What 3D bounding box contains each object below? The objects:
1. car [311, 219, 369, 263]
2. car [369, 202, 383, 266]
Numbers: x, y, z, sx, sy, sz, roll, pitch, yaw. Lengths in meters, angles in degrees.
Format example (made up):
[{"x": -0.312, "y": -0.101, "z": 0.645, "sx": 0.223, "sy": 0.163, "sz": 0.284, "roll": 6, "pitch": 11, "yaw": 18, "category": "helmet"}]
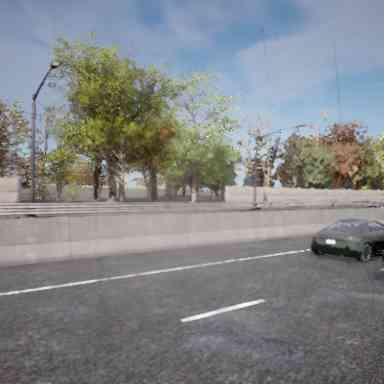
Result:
[{"x": 6.464, "y": 1.722, "z": 12.712, "sx": 4.181, "sy": 1.385, "sz": 1.994, "roll": 1, "pitch": 0, "yaw": -35, "category": "car"}, {"x": 7.425, "y": 1.363, "z": 9.112, "sx": 5.566, "sy": 2.045, "sz": 2.150, "roll": 1, "pitch": 0, "yaw": -35, "category": "car"}]
